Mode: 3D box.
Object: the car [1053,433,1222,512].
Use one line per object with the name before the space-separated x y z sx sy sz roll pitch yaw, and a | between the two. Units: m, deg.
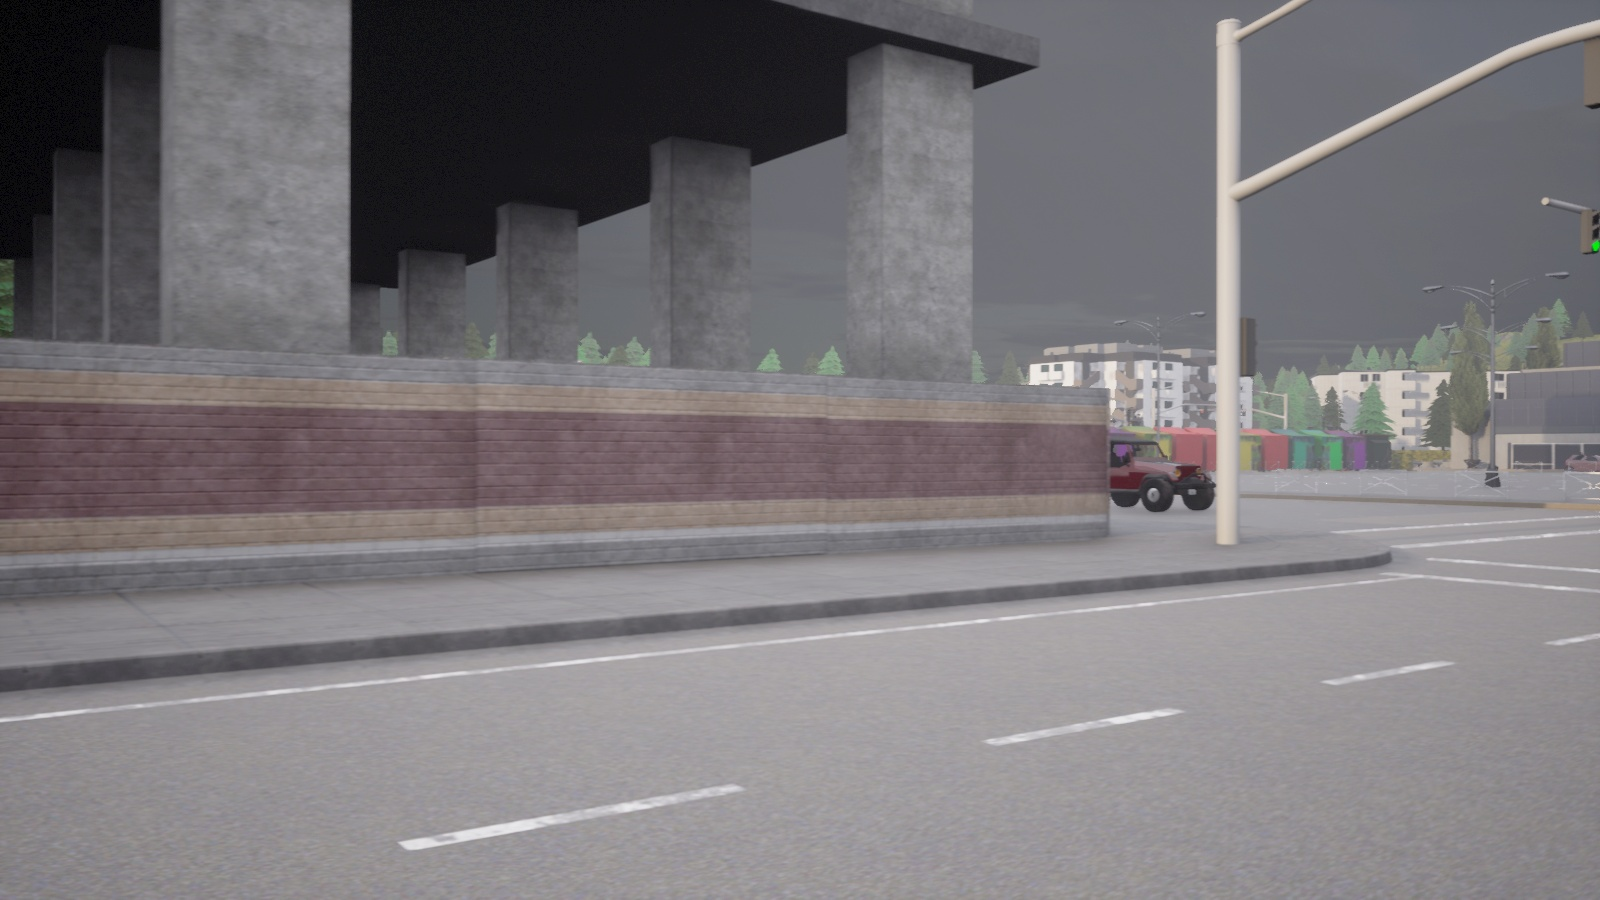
car | 8.588 0.546 32.233 1.905 1.878 3.866 0 0 -35
